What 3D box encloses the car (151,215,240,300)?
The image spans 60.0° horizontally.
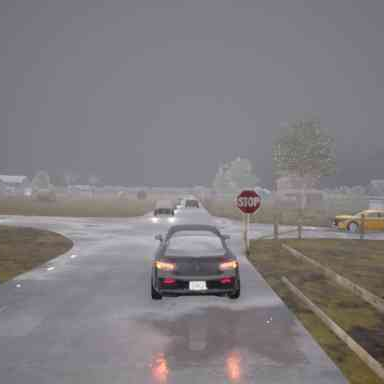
[{"bbox_3d":[0.030,1.528,8.308,1.812,1.442,4.674,0,0,-2],"label":"car"}]

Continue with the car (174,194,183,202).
[{"bbox_3d":[-2.902,1.301,73.008,1.882,1.535,5.008,0,0,0],"label":"car"}]

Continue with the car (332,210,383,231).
[{"bbox_3d":[12.566,2.029,23.627,5.008,1.535,1.882,2,0,-2],"label":"car"}]

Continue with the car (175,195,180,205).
[{"bbox_3d":[-2.931,1.530,44.064,1.837,1.490,4.892,0,0,0],"label":"car"}]

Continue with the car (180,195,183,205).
[{"bbox_3d":[-2.916,1.608,57.428,1.994,1.385,4.181,0,0,0],"label":"car"}]

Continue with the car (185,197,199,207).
[{"bbox_3d":[-0.017,1.511,50.859,1.882,1.535,5.008,0,0,0],"label":"car"}]

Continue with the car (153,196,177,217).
[{"bbox_3d":[-2.674,1.496,32.171,1.882,1.535,5.008,0,0,-4],"label":"car"}]
